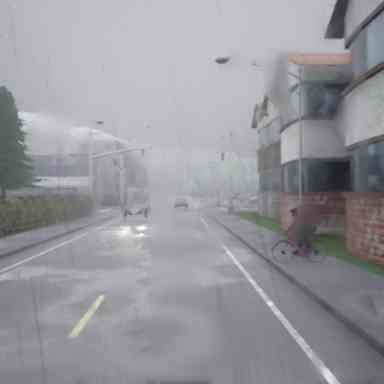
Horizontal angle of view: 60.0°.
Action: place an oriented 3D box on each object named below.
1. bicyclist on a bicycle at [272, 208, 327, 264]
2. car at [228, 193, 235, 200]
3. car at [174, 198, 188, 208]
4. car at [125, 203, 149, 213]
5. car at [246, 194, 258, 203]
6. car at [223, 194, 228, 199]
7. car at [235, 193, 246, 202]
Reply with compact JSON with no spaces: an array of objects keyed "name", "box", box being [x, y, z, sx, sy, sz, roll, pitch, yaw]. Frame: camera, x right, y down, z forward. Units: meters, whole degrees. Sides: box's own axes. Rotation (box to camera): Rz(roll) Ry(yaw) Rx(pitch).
[{"name":"bicyclist on a bicycle","box":[3.140,1.291,9.704,1.656,1.620,0.582,0,0,-2]},{"name":"car","box":[11.377,1.122,80.257,3.866,1.878,1.905,0,0,-2]},{"name":"car","box":[-1.514,1.572,46.368,2.033,1.411,5.357,-1,-2,-2]},{"name":"car","box":[-4.425,1.253,27.448,2.128,1.511,4.902,0,0,-2]},{"name":"car","box":[12.384,1.242,61.069,3.806,1.475,1.970,0,0,-2]},{"name":"car","box":[10.862,1.151,83.147,4.605,1.855,1.932,0,0,-2]},{"name":"car","box":[11.833,1.177,67.471,5.027,1.636,2.152,0,0,-2]}]
